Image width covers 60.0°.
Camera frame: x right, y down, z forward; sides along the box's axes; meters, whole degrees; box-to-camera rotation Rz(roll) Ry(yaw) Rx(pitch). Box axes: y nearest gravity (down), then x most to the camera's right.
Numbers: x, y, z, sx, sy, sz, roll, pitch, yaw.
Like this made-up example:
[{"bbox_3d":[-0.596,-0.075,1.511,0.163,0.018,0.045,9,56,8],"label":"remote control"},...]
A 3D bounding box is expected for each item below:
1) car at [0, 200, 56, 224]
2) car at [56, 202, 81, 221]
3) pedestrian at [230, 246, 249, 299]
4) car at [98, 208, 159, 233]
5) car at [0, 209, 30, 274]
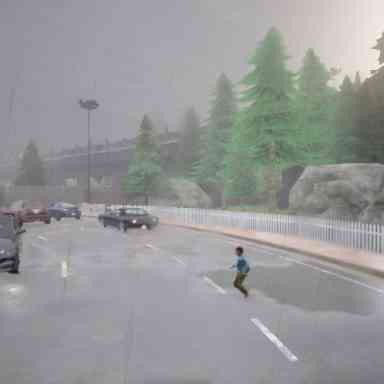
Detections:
[{"bbox_3d":[-11.833,1.352,23.522,4.553,1.767,2.097,0,0,44],"label":"car"},{"bbox_3d":[-10.733,1.525,27.223,1.812,1.442,4.674,0,0,-45],"label":"car"},{"bbox_3d":[1.055,1.674,6.955,0.500,1.100,0.500,0,0,-14],"label":"pedestrian"},{"bbox_3d":[-3.949,1.600,19.928,1.895,1.301,4.718,0,0,-37],"label":"car"},{"bbox_3d":[-6.215,1.491,10.136,2.128,1.511,4.902,0,0,-26],"label":"car"}]
